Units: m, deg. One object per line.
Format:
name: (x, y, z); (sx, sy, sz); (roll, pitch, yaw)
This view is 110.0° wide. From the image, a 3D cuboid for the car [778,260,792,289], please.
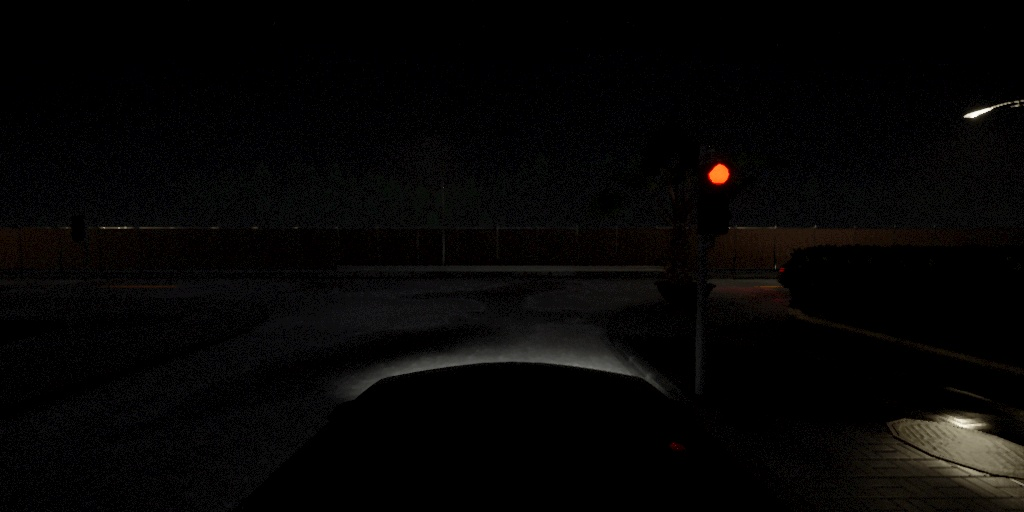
car: (14.182, 0.602, 15.277); (4.553, 1.767, 2.097); (0, 2, 0)
